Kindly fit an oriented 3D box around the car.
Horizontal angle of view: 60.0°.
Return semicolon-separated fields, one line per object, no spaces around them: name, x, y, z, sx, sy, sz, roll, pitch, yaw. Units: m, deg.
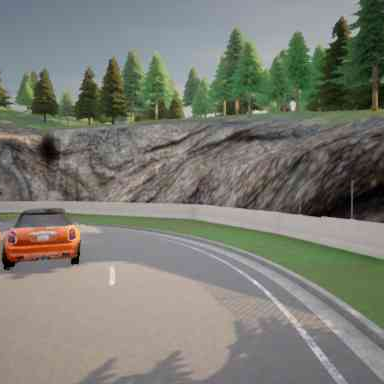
car;-5.129;1.344;11.571;2.097;1.767;4.553;0;0;-23
